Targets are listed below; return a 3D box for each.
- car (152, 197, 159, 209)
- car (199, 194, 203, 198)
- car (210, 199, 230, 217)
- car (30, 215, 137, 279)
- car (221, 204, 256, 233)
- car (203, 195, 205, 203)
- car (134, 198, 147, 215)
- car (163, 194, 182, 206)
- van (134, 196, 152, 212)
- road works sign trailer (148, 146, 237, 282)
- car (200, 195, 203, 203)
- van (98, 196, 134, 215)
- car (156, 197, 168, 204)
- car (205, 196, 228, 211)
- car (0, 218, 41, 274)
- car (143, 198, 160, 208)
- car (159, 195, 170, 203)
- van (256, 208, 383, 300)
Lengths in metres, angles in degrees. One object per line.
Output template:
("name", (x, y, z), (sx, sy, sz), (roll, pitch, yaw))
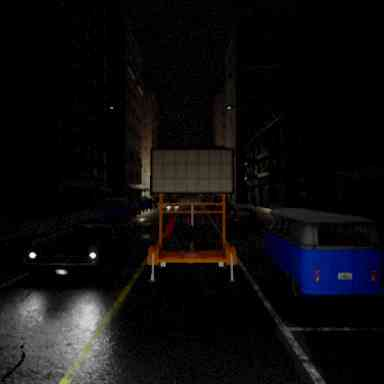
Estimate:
("car", (-5.628, 1.536, 41.083), (1.947, 1.339, 4.313), (0, 0, 0))
("car", (2.925, 1.526, 68.581), (1.947, 1.339, 4.313), (0, 0, 0))
("car", (2.887, 1.559, 30.071), (1.802, 1.307, 4.206), (0, 0, 0))
("car", (-3.090, 1.593, 10.100), (1.895, 1.301, 4.718), (0, 0, 0))
("car", (2.876, 1.567, 19.069), (1.802, 1.307, 4.206), (0, 0, 0))
("car", (2.903, 1.408, 46.575), (1.967, 1.590, 4.097), (0, 0, 0))
("car", (-5.639, 1.528, 30.080), (2.008, 1.369, 4.403), (0, 0, 0))
("car", (-3.035, 1.513, 52.819), (2.033, 1.411, 5.357), (0, 0, 0))
("van", (-5.634, 1.315, 35.581), (1.690, 1.788, 3.998), (0, 0, 0))
("road works sign trailer", (0.010, 0.456, 9.746), (2.380, 3.560, 2.880), (0, 0, 0))
("car", (2.914, 1.514, 57.578), (2.008, 1.369, 4.403), (0, 0, 0))
("van", (-5.645, 1.322, 24.580), (1.690, 1.788, 3.998), (0, 0, 0))
("car", (-5.606, 1.544, 63.088), (1.802, 1.307, 4.206), (0, 0, 0))
("car", (2.892, 1.289, 35.572), (2.192, 1.841, 5.009), (0, 0, 0))
("car", (-5.661, 1.434, 8.075), (1.967, 1.590, 4.097), (0, 0, 0))
("car", (-5.622, 1.550, 46.584), (1.802, 1.307, 4.206), (0, 0, 0))
("car", (-5.601, 1.401, 68.590), (1.967, 1.590, 4.097), (0, 0, 0))
("van", (2.864, 1.334, 8.066), (1.690, 1.788, 3.998), (0, 0, 0))
